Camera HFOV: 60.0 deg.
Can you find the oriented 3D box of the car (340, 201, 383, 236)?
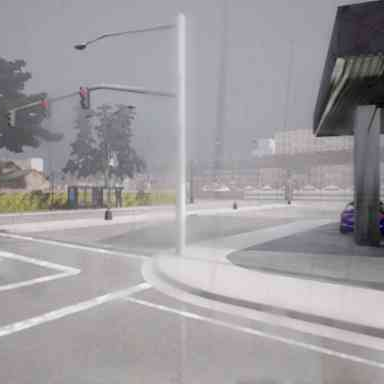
[{"bbox_3d":[9.426,1.294,17.743,2.242,1.667,4.611,0,0,37],"label":"car"}]
